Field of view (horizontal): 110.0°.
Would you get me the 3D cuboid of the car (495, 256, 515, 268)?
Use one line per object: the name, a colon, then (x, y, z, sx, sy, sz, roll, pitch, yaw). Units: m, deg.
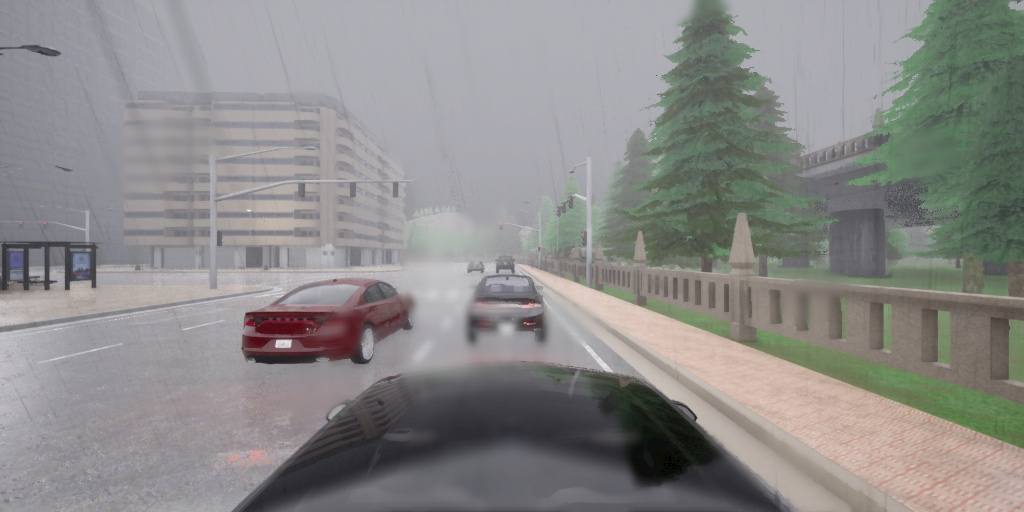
car: (-0.823, 0.972, 43.583, 2.150, 2.045, 5.566, 0, 0, -1)

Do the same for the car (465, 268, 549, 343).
car: (-0.128, 1.242, 9.667, 2.128, 1.511, 4.902, 0, 0, -1)

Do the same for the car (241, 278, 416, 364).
car: (-3.596, 1.228, 8.105, 1.882, 1.535, 5.008, 0, 0, 0)

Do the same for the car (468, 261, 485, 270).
car: (-4.337, 1.298, 43.598, 2.033, 1.411, 5.357, 0, 0, -1)
